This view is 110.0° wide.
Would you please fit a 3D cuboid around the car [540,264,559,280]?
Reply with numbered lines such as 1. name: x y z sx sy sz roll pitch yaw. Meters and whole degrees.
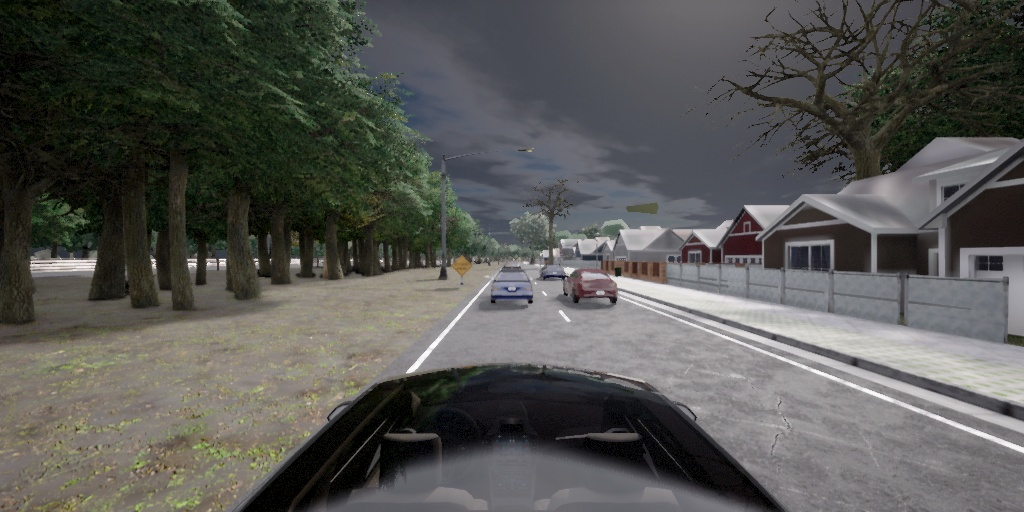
1. car: 3.501 1.359 31.500 1.994 1.385 4.181 0 0 0

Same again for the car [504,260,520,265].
1. car: 0.000 1.282 31.501 2.128 1.511 4.902 0 0 0

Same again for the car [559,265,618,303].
1. car: 3.501 1.299 16.500 1.812 1.442 4.674 0 0 0

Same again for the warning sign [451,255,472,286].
1. warning sign: -3.049 0.888 21.885 1.300 1.860 1.060 0 0 0

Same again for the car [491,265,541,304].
1. car: 0.001 1.329 16.500 2.033 1.411 5.357 0 0 0
